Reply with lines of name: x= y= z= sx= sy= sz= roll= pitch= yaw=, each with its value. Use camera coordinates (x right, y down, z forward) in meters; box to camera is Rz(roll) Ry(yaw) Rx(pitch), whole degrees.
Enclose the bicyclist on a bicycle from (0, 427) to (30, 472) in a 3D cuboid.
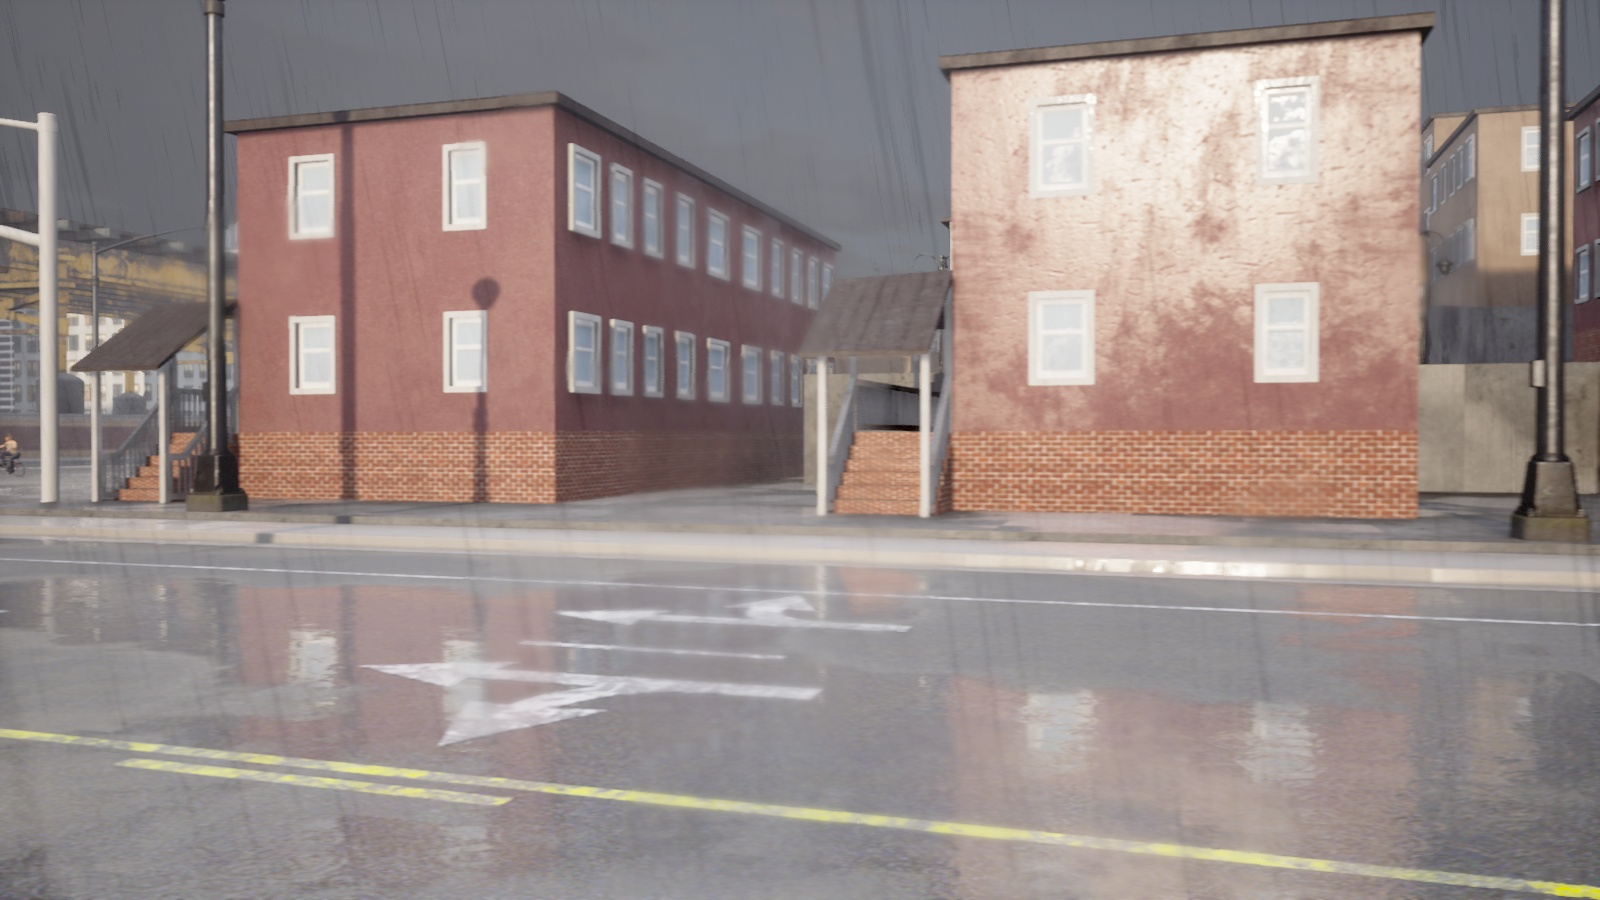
bicyclist on a bicycle: x=-29.110 y=-0.026 z=45.833 sx=0.866 sy=1.612 sz=1.509 roll=1 pitch=1 yaw=19
